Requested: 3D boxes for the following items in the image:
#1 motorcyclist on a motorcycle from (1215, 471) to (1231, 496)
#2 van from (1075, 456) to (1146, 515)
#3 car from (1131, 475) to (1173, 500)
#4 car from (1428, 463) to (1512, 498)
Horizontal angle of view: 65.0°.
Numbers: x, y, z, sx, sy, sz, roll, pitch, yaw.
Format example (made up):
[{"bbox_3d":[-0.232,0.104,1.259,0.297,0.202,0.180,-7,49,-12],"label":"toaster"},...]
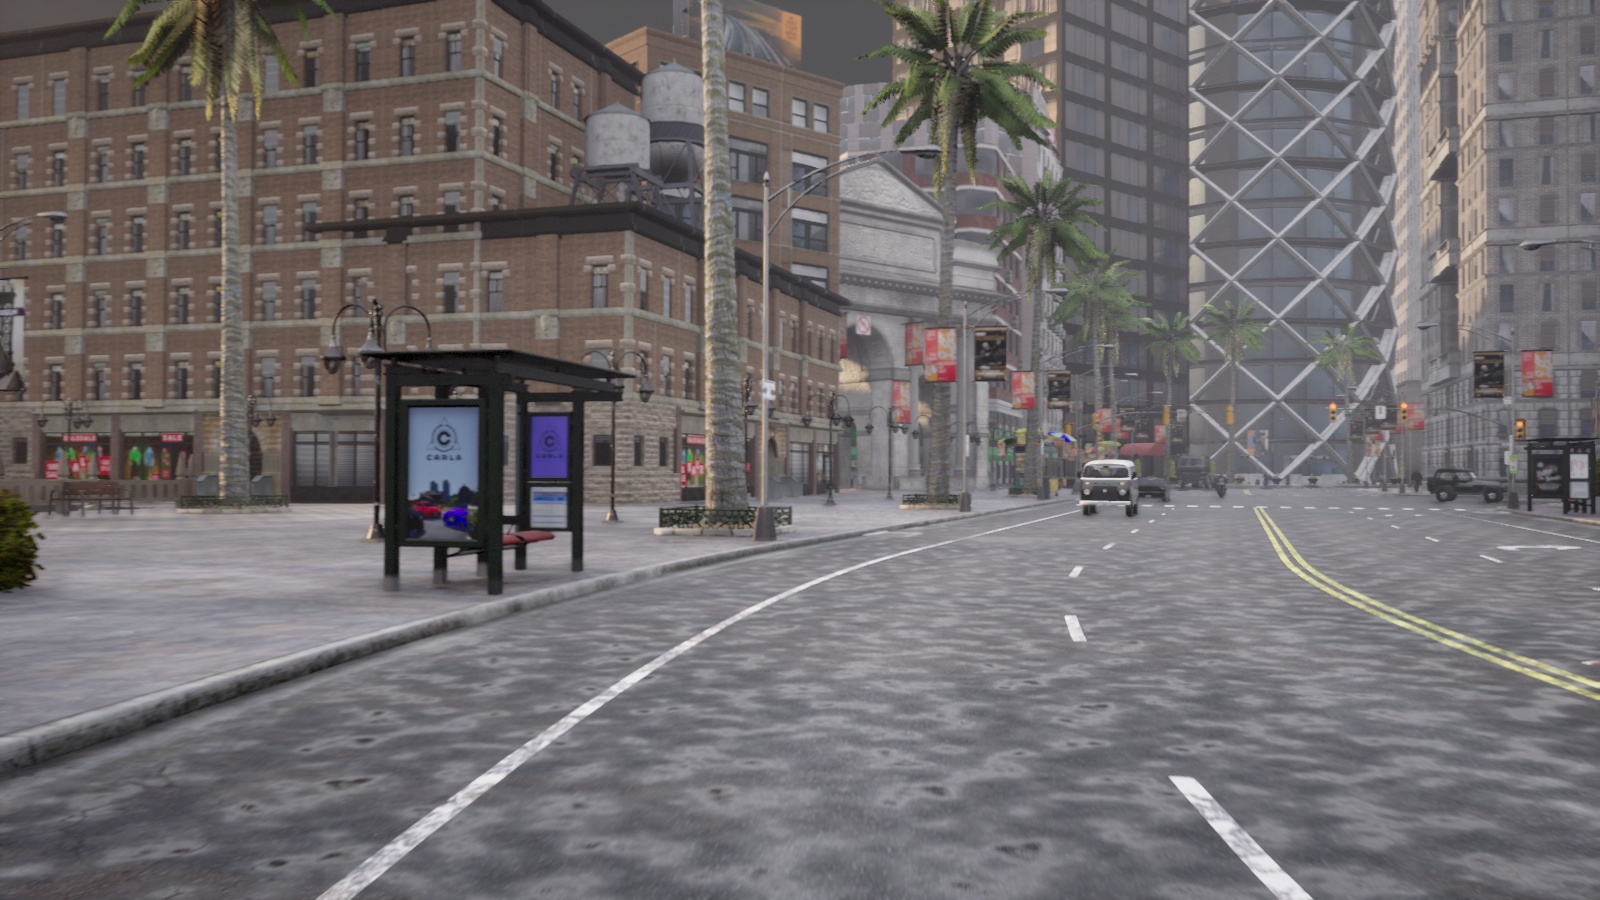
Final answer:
[{"bbox_3d":[26.425,2.077,78.417,0.866,1.530,2.191,-1,-1,19],"label":"motorcyclist on a motorcycle"},{"bbox_3d":[11.356,1.267,45.721,2.069,2.038,4.480,-1,-1,19],"label":"van"},{"bbox_3d":[19.038,1.989,67.819,1.895,1.301,4.718,-1,-1,19],"label":"car"},{"bbox_3d":[36.687,1.643,68.749,3.866,1.878,1.905,-1,-1,33],"label":"car"}]
